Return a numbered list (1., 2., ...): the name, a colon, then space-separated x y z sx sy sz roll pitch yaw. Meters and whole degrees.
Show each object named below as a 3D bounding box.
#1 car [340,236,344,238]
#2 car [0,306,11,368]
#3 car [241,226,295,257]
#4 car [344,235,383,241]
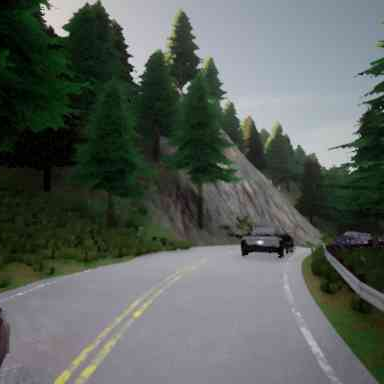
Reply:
1. car: 18.121 5.345 37.060 5.566 2.045 2.150 10 -10 -39
2. car: -3.056 1.556 2.015 1.812 1.442 4.674 0 -1 3
3. car: 3.813 2.362 16.401 1.994 1.385 4.181 -2 -6 24
4. car: 17.194 4.947 31.942 5.357 1.411 2.033 9 -10 -38
